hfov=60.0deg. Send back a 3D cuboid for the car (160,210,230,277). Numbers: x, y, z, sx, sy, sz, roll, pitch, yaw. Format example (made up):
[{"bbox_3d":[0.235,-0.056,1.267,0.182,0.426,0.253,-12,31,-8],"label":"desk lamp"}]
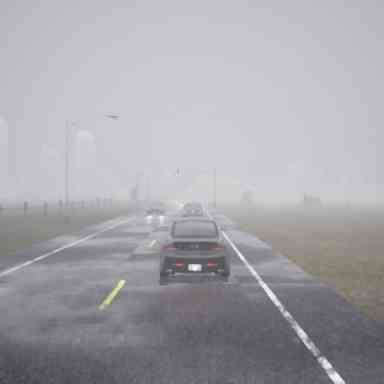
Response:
[{"bbox_3d":[0.079,1.539,10.370,1.837,1.490,4.892,0,0,0],"label":"car"}]

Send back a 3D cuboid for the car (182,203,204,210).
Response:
[{"bbox_3d":[0.083,1.631,29.161,2.033,1.411,5.357,0,0,0],"label":"car"}]

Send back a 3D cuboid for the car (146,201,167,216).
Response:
[{"bbox_3d":[-3.613,1.645,34.736,2.033,1.411,5.357,0,0,0],"label":"car"}]
